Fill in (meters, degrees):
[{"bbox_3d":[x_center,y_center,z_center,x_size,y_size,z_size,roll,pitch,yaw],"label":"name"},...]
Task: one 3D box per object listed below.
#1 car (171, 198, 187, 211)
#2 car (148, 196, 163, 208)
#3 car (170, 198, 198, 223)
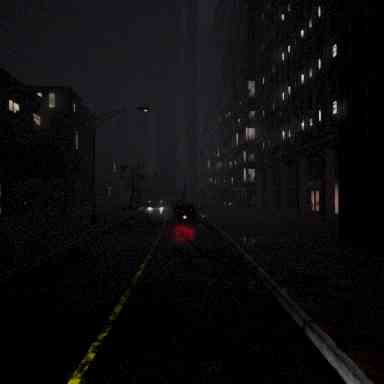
[{"bbox_3d":[-1.614,1.512,40.481,1.812,1.442,4.674,0,0,-4],"label":"car"},{"bbox_3d":[-5.242,1.327,48.144,2.097,1.767,4.553,0,0,-6],"label":"car"},{"bbox_3d":[-0.627,1.502,25.763,1.837,1.490,4.892,0,0,-3],"label":"car"}]
